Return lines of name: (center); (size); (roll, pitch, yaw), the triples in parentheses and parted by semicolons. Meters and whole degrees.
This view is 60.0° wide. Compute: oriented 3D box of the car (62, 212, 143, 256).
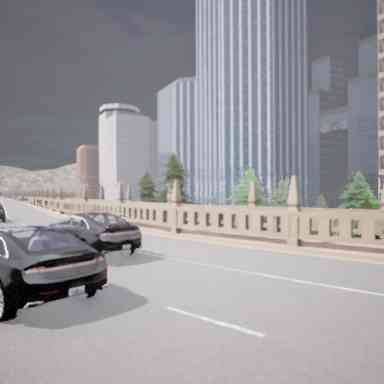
car: (-3.811, 1.495, 12.023); (4.902, 1.511, 2.128); (0, 0, 43)

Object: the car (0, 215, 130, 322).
car: (-3.826, 1.494, 7.334); (4.902, 1.511, 2.128); (0, 0, 41)

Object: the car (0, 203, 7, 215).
car: (-15.652, 1.516, 25.855); (2.128, 1.511, 4.902); (0, 0, -35)
